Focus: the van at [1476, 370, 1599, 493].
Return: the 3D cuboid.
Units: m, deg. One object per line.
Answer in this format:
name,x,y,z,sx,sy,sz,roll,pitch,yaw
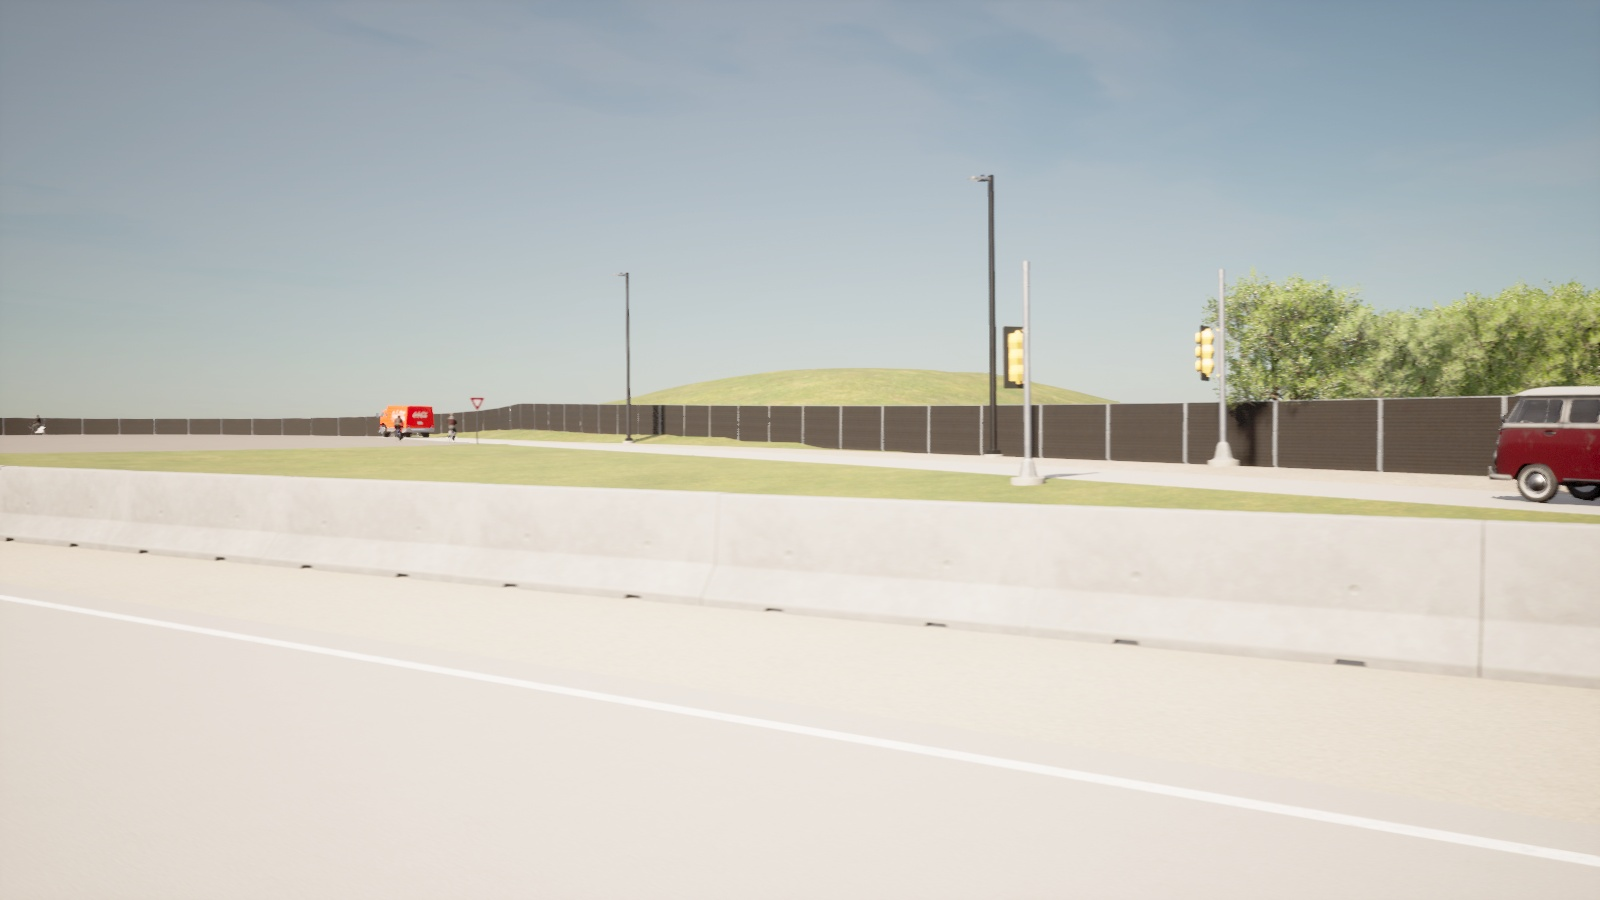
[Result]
van,13.762,-0.312,20.592,1.775,1.987,4.442,-2,2,-30
